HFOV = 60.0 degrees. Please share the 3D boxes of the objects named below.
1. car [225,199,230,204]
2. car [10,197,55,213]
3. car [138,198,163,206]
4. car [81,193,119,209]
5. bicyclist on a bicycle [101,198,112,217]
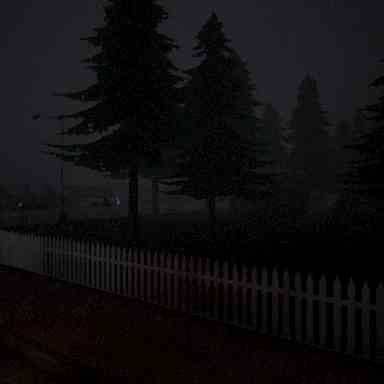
[{"bbox_3d":[4.292,1.221,51.455,2.150,2.045,5.566,0,0,34],"label":"car"},{"bbox_3d":[-18.032,1.352,37.629,2.097,1.767,4.553,0,0,34],"label":"car"},{"bbox_3d":[-6.801,1.491,54.093,2.128,1.511,4.902,0,0,35],"label":"car"},{"bbox_3d":[-12.537,1.221,45.704,2.150,2.045,5.566,0,0,34],"label":"car"},{"bbox_3d":[-7.176,1.302,27.836,1.656,1.620,0.582,0,0,34],"label":"bicyclist on a bicycle"}]
